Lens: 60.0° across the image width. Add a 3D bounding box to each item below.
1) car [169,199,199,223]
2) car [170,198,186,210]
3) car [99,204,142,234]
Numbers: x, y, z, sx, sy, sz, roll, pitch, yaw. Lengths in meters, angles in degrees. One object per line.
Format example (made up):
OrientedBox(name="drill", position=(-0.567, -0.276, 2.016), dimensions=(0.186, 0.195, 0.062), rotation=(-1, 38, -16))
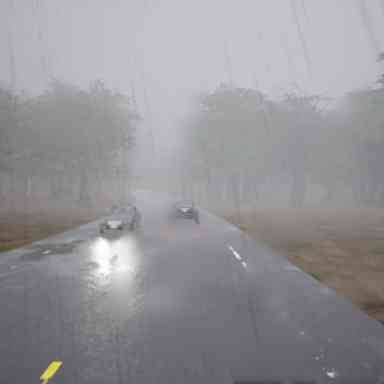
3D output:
OrientedBox(name="car", position=(-0.627, 1.313, 25.106), dimensions=(2.097, 1.767, 4.553), rotation=(0, 0, -3))
OrientedBox(name="car", position=(-1.874, 1.490, 43.028), dimensions=(1.895, 1.301, 4.718), rotation=(0, 0, -5))
OrientedBox(name="car", position=(-4.017, 1.477, 19.229), dimensions=(2.128, 1.511, 4.902), rotation=(0, 0, -2))
